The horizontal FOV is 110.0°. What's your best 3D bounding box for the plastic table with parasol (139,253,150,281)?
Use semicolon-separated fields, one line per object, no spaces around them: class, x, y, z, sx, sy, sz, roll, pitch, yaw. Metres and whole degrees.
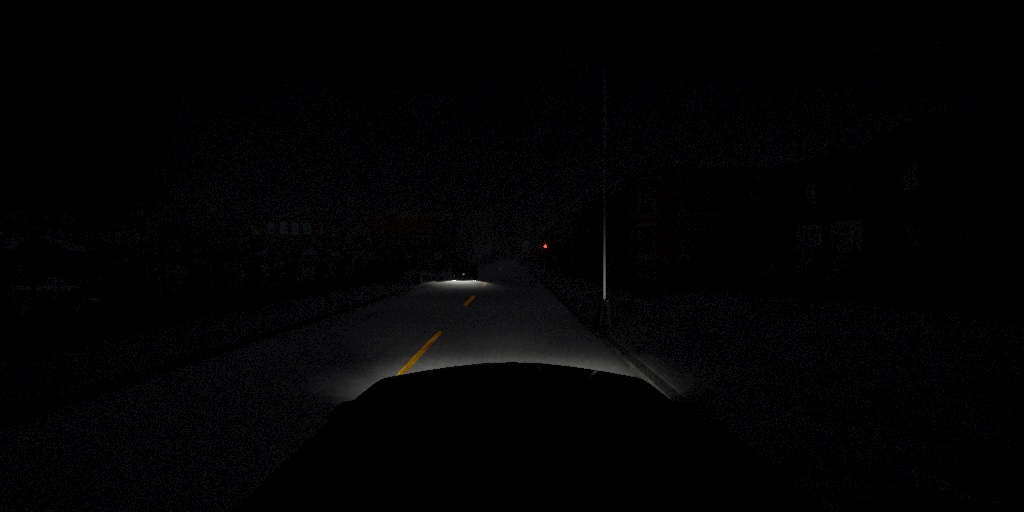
plastic table with parasol;-27.752;0.684;28.783;2.482;2.480;2.482;0;0;-40

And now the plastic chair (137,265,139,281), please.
plastic chair;-28.749;1.310;28.051;0.730;1.272;0.750;0;0;-40

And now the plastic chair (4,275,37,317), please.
plastic chair;-13.349;1.243;9.449;0.750;1.272;0.730;0;0;-40

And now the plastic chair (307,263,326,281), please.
plastic chair;-12.907;1.287;23.567;0.750;1.272;0.730;0;0;-40

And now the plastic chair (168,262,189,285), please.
plastic chair;-21.566;1.215;23.201;0.750;1.272;0.730;0;0;-42

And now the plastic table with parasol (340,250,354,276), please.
plastic table with parasol;-14.080;0.738;29.064;2.482;2.480;2.482;0;0;-40

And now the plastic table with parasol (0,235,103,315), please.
plastic table with parasol;-14.049;0.629;10.484;2.482;2.480;2.482;0;0;-38

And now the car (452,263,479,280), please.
car;-4.000;1.326;31.540;1.994;1.385;4.181;0;0;0

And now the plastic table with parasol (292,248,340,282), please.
plastic table with parasol;-13.644;0.702;24.573;2.482;2.480;2.482;0;0;-40

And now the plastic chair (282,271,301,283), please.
plastic chair;-14.640;1.276;23.841;0.730;1.272;0.750;0;0;-40

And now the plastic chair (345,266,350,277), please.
plastic chair;-13.344;1.340;28.043;0.750;1.272;0.730;0;0;-40

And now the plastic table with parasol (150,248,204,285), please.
plastic table with parasol;-22.280;0.672;24.082;2.482;2.480;2.482;0;0;-42

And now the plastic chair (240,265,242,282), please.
plastic chair;-20.310;1.303;27.335;0.730;1.272;0.750;0;0;-40

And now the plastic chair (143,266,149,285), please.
plastic chair;-23.263;1.293;23.327;0.730;1.272;0.750;0;0;-40

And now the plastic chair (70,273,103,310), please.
plastic chair;-13.063;1.268;11.208;0.730;1.272;0.750;0;0;-40

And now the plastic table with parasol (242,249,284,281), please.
plastic table with parasol;-19.311;0.706;28.067;2.482;2.480;2.482;0;0;-40

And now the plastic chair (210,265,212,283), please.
plastic chair;-21.239;1.287;24.815;0.730;1.272;0.750;0;0;-40

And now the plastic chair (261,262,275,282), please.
plastic chair;-18.574;1.313;27.046;0.750;1.272;0.730;0;0;-40
